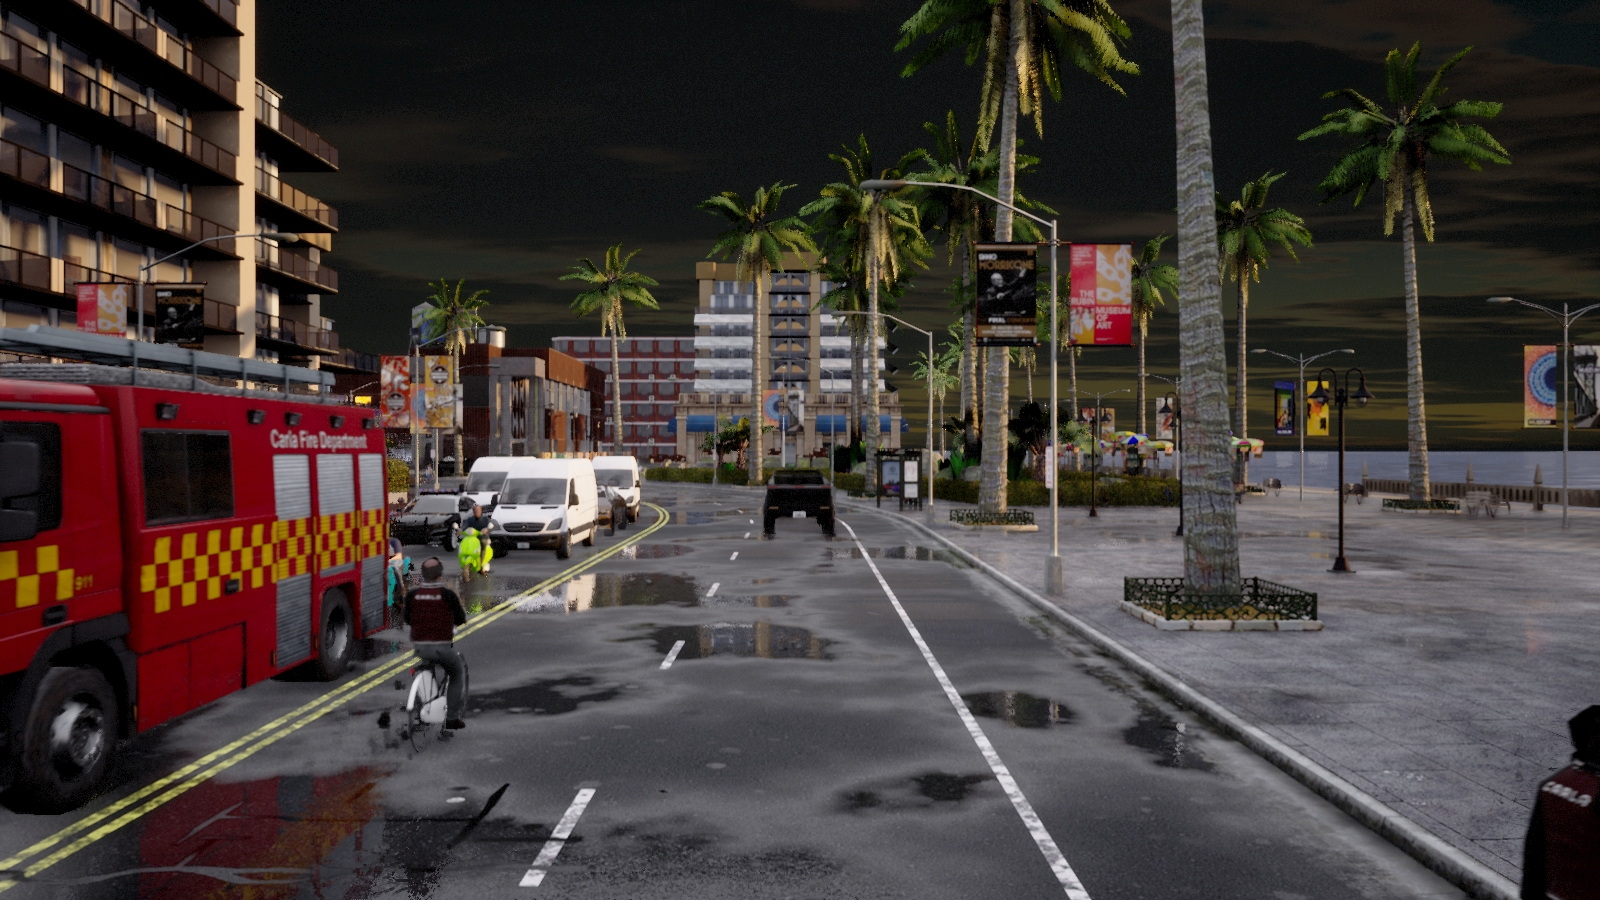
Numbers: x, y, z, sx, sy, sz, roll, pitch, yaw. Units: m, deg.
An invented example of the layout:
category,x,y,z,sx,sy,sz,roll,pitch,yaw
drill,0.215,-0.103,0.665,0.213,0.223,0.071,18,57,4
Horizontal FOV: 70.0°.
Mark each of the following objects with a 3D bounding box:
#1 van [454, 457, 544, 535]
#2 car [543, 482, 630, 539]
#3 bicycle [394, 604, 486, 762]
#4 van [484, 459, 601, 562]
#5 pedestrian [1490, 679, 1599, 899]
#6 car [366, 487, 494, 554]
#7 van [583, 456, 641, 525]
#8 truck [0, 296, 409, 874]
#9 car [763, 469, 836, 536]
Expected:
category,x,y,z,sx,sy,sz,roll,pitch,yaw
van,-10.712,1.540,41.119,1.988,2.561,5.915,0,0,-3
car,-7.157,1.997,38.881,2.152,1.651,5.027,0,0,-2
bicycle,-3.481,2.212,11.166,0.329,1.171,1.835,0,0,0
van,-7.032,1.539,31.834,1.988,2.561,5.915,0,0,-1
pedestrian,2.962,1.850,4.407,0.375,1.860,0.375,0,0,0
car,-10.672,1.987,33.423,2.097,1.638,5.238,0,0,-1
van,-7.531,1.541,46.190,1.988,2.561,5.915,0,0,-6
truck,-6.744,0.892,11.238,2.891,3.827,8.468,0,0,0
car,-0.092,1.759,40.493,2.390,2.098,6.274,0,0,-1
